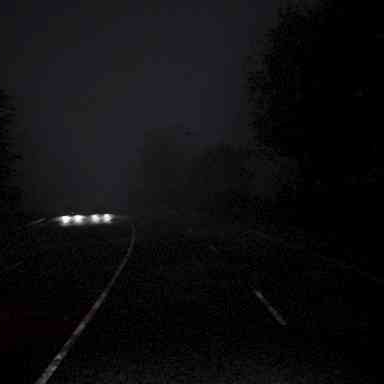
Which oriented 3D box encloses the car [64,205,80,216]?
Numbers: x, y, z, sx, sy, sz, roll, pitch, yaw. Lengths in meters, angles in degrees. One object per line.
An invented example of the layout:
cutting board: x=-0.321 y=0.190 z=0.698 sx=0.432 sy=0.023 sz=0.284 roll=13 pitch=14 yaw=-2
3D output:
car: x=-15.582 y=2.318 z=43.086 sx=1.895 sy=1.301 sz=4.718 roll=-1 pitch=-1 yaw=-22

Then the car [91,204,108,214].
car: x=-12.356 y=2.245 z=44.442 sx=1.895 sy=1.301 sz=4.718 roll=-1 pitch=0 yaw=-22
